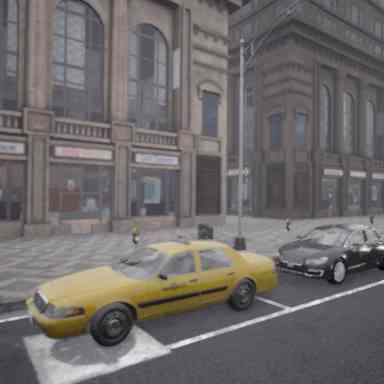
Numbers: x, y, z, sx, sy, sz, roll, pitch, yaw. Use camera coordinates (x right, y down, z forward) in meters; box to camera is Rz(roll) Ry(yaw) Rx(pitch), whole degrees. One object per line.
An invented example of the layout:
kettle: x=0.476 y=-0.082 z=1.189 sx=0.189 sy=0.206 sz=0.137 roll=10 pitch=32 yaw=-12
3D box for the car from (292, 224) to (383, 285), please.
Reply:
car: x=4.278 y=1.632 z=9.683 sx=4.403 sy=1.369 sz=2.008 roll=1 pitch=0 yaw=-35

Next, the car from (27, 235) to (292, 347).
car: x=-0.424 y=1.554 z=6.337 sx=4.829 sy=1.417 sz=1.752 roll=1 pitch=0 yaw=-35
